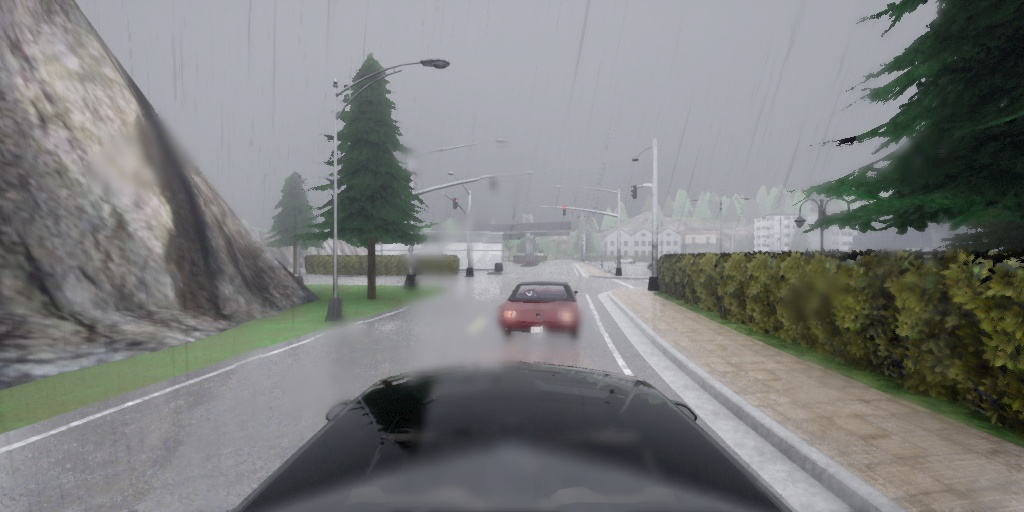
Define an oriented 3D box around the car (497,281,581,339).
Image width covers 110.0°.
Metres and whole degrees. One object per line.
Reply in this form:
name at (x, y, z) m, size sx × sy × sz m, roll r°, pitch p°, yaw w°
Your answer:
car at (0.914, 1.351, 10.127) m, size 1.895 × 1.301 × 4.718 m, roll 0°, pitch 0°, yaw 8°
